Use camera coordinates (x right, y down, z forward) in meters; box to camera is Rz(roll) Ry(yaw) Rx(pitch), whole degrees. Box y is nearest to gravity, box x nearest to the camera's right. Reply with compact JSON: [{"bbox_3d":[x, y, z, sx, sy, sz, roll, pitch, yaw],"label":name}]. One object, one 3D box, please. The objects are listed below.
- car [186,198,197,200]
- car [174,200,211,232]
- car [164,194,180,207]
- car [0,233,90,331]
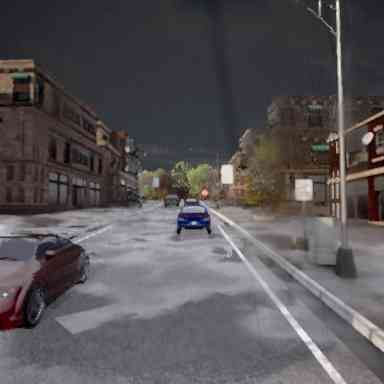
[{"bbox_3d":[-0.094,1.509,41.237,1.882,1.535,5.008,0,0,-1],"label":"car"},{"bbox_3d":[0.101,1.493,20.060,1.882,1.535,5.008,0,0,0],"label":"car"},{"bbox_3d":[-3.077,1.355,51.689,2.150,2.045,5.566,0,0,-1],"label":"car"},{"bbox_3d":[-3.597,1.569,6.826,1.994,1.385,4.181,0,0,0],"label":"car"}]
